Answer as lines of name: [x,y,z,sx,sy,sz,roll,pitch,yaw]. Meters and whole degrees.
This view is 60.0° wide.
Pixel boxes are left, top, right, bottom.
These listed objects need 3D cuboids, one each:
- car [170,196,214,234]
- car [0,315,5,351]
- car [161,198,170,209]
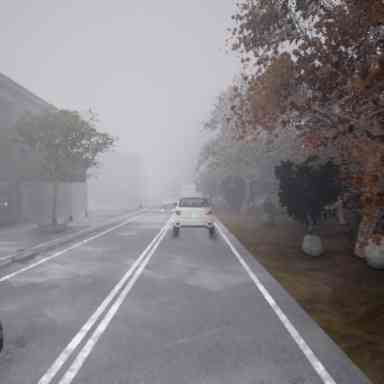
car: [0.102,1.226,19.549,2.150,2.045,5.566,0,0,0]
car: [-3.351,1.565,2.490,1.994,1.385,4.181,0,0,0]
car: [-3.271,1.637,46.562,1.812,1.442,4.674,0,-1,1]
